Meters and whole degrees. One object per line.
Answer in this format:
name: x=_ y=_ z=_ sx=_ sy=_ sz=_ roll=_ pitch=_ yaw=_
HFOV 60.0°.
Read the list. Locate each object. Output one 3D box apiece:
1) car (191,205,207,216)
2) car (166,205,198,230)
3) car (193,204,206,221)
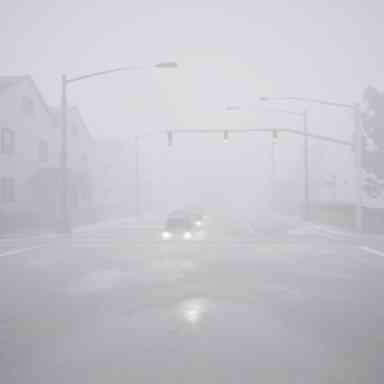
car: x=1.042 y=2.551 z=46.750 sx=1.812 sy=1.442 sz=4.674 roll=-1 pitch=-1 yaw=6
car: x=-0.857 y=2.098 z=26.674 sx=1.882 sy=1.535 sz=5.008 roll=-1 pitch=-1 yaw=5
car: x=0.077 y=2.172 z=36.587 sx=2.097 sy=1.767 sz=4.553 roll=-1 pitch=-1 yaw=5
